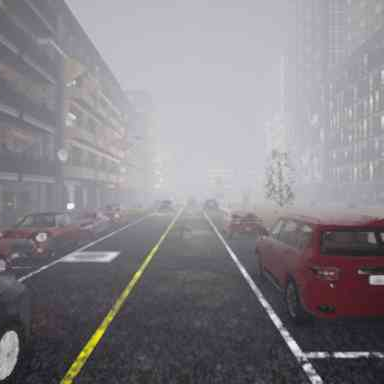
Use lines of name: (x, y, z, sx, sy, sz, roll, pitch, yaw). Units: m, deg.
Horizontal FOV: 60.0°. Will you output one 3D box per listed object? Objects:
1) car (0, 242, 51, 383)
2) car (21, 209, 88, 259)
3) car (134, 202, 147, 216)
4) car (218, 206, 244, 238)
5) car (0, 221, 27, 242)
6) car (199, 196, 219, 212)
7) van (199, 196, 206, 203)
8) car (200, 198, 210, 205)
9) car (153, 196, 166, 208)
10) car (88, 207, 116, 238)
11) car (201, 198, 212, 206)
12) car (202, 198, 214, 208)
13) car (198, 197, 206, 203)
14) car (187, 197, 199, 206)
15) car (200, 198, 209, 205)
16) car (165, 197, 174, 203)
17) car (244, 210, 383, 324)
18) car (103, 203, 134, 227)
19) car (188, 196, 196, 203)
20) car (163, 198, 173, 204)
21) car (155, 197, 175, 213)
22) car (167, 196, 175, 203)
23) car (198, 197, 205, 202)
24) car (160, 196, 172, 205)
car: (-3.084, 1.521, 2.552, 1.837, 1.490, 4.892, 0, 0, 0)
car: (-5.696, 1.514, 12.683, 1.967, 1.590, 4.097, 0, 0, 0)
car: (-5.695, 1.729, 34.619, 1.752, 1.417, 4.829, 0, 0, 0)
car: (2.685, 1.650, 18.209, 1.887, 1.381, 4.507, 0, 0, 0)
car: (-5.695, 1.586, 7.155, 1.887, 1.381, 4.507, 0, 0, 0)
car: (2.387, 1.614, 43.283, 2.097, 1.767, 4.553, 0, 0, 0)
van: (2.684, 1.887, 84.529, 1.690, 1.788, 3.998, 0, 0, 0)
car: (2.685, 2.009, 67.948, 1.802, 1.307, 4.206, 0, 0, 0)
car: (-5.695, 1.895, 56.895, 1.887, 1.381, 4.507, 0, 0, 0)
car: (-5.695, 1.687, 18.209, 1.802, 1.307, 4.206, 0, 0, 0)
car: (2.685, 1.915, 62.591, 1.752, 1.417, 4.829, 0, 0, 0)
car: (2.684, 1.790, 56.895, 1.967, 1.590, 4.097, 0, 0, 0)
car: (2.685, 2.114, 90.223, 1.752, 1.417, 4.829, 0, 0, 0)
car: (0.001, 1.957, 62.891, 1.994, 1.385, 4.181, 0, 0, 0)
car: (2.685, 2.048, 73.474, 1.802, 1.307, 4.206, 0, 0, 0)
car: (-5.695, 2.097, 84.528, 2.008, 1.369, 4.403, 0, 0, 0)
car: (2.684, 1.356, 7.157, 2.192, 1.841, 5.009, 0, 0, 0)
car: (-5.696, 1.578, 23.736, 1.967, 1.590, 4.097, 0, 0, 0)
car: (0.002, 1.837, 79.064, 1.882, 1.535, 5.008, 0, 0, 0)
car: (-5.695, 2.056, 79.001, 2.008, 1.369, 4.403, 0, 0, 0)
car: (-3.088, 1.748, 40.796, 1.837, 1.490, 4.892, 0, -1, 0)
car: (-5.696, 2.028, 90.054, 1.967, 1.590, 4.097, 0, 0, 0)
car: (2.685, 2.195, 95.580, 1.947, 1.339, 4.313, 0, 0, 0)
car: (-5.697, 1.781, 73.476, 2.192, 1.841, 5.009, 0, 0, 0)
